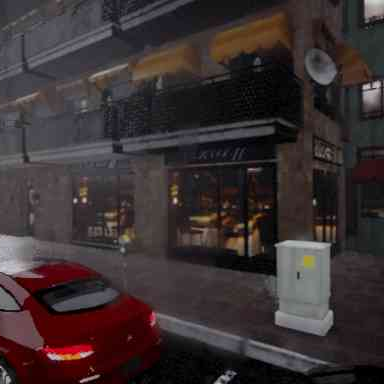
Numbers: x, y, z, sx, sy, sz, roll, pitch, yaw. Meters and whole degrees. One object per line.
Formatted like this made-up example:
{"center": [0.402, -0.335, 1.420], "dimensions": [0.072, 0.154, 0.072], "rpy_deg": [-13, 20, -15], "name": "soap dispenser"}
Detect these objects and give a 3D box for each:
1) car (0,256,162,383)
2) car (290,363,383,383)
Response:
{"center": [-2.291, 1.552, 4.488], "dimensions": [4.206, 1.307, 1.802], "rpy_deg": [0, 0, 35], "name": "car"}
{"center": [2.271, 1.566, 1.290], "dimensions": [4.313, 1.339, 1.947], "rpy_deg": [0, 0, 35], "name": "car"}
